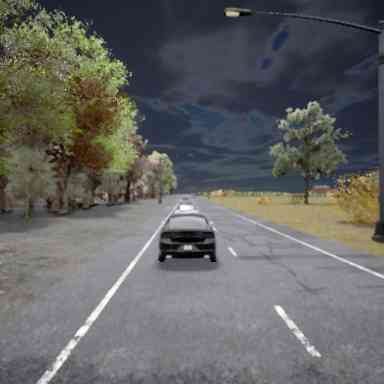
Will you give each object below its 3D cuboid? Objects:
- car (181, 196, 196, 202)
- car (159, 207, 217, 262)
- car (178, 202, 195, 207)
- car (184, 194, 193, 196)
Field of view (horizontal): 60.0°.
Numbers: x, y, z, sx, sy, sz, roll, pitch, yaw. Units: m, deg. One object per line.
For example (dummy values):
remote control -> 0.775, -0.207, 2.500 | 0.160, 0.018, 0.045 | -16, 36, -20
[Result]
car -> -0.832, 1.780, 49.596 | 2.033, 1.411, 5.357 | 0, 0, -1
car -> -0.168, 1.542, 12.514 | 1.882, 1.535, 5.008 | 0, 0, -1
car -> -0.446, 1.738, 27.945 | 1.895, 1.301, 4.718 | 0, 0, -1
car -> -1.444, 1.868, 84.029 | 1.837, 1.490, 4.892 | 0, 0, -1
